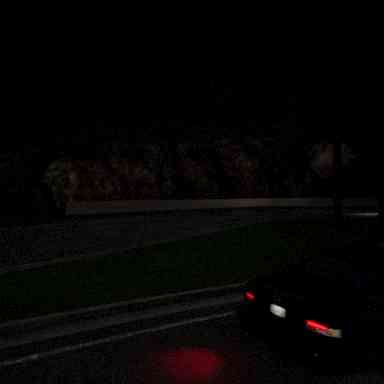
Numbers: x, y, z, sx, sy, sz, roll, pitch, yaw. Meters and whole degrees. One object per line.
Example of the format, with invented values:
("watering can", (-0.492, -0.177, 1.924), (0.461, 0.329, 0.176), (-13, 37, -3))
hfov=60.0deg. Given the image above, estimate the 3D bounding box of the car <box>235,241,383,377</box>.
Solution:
("car", (3.304, 1.540, 5.341), (5.357, 1.411, 2.033), (0, 0, -27))
